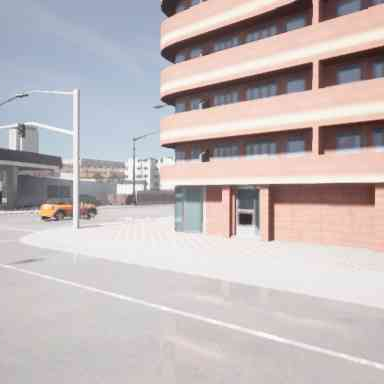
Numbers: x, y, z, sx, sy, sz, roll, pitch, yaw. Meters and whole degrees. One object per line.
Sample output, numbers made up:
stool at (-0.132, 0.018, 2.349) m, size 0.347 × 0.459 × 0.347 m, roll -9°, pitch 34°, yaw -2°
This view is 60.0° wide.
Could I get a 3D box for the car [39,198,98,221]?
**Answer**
car at (-10.065, 1.285, 27.520) m, size 2.097 × 1.767 × 4.553 m, roll 0°, pitch 0°, yaw 35°
